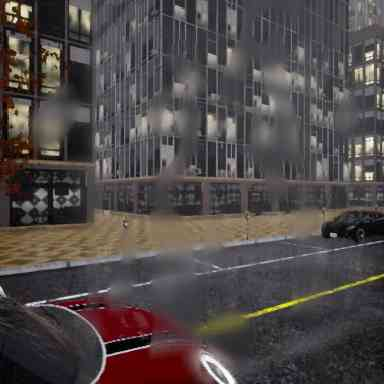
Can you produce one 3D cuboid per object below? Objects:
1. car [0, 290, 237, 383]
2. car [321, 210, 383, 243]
[{"bbox_3d":[-1.785,1.353,2.049,4.553,1.767,2.097,0,0,-35],"label":"car"},{"bbox_3d":[8.140,1.563,16.226,4.313,1.339,1.947,0,0,-36],"label":"car"}]
